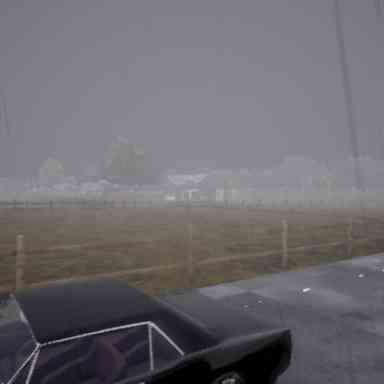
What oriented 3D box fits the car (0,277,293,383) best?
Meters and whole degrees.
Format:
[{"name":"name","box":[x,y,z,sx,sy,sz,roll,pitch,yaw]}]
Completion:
[{"name":"car","box":[-1.335,1.611,2.913,4.718,1.301,1.895,1,-1,-35]}]
